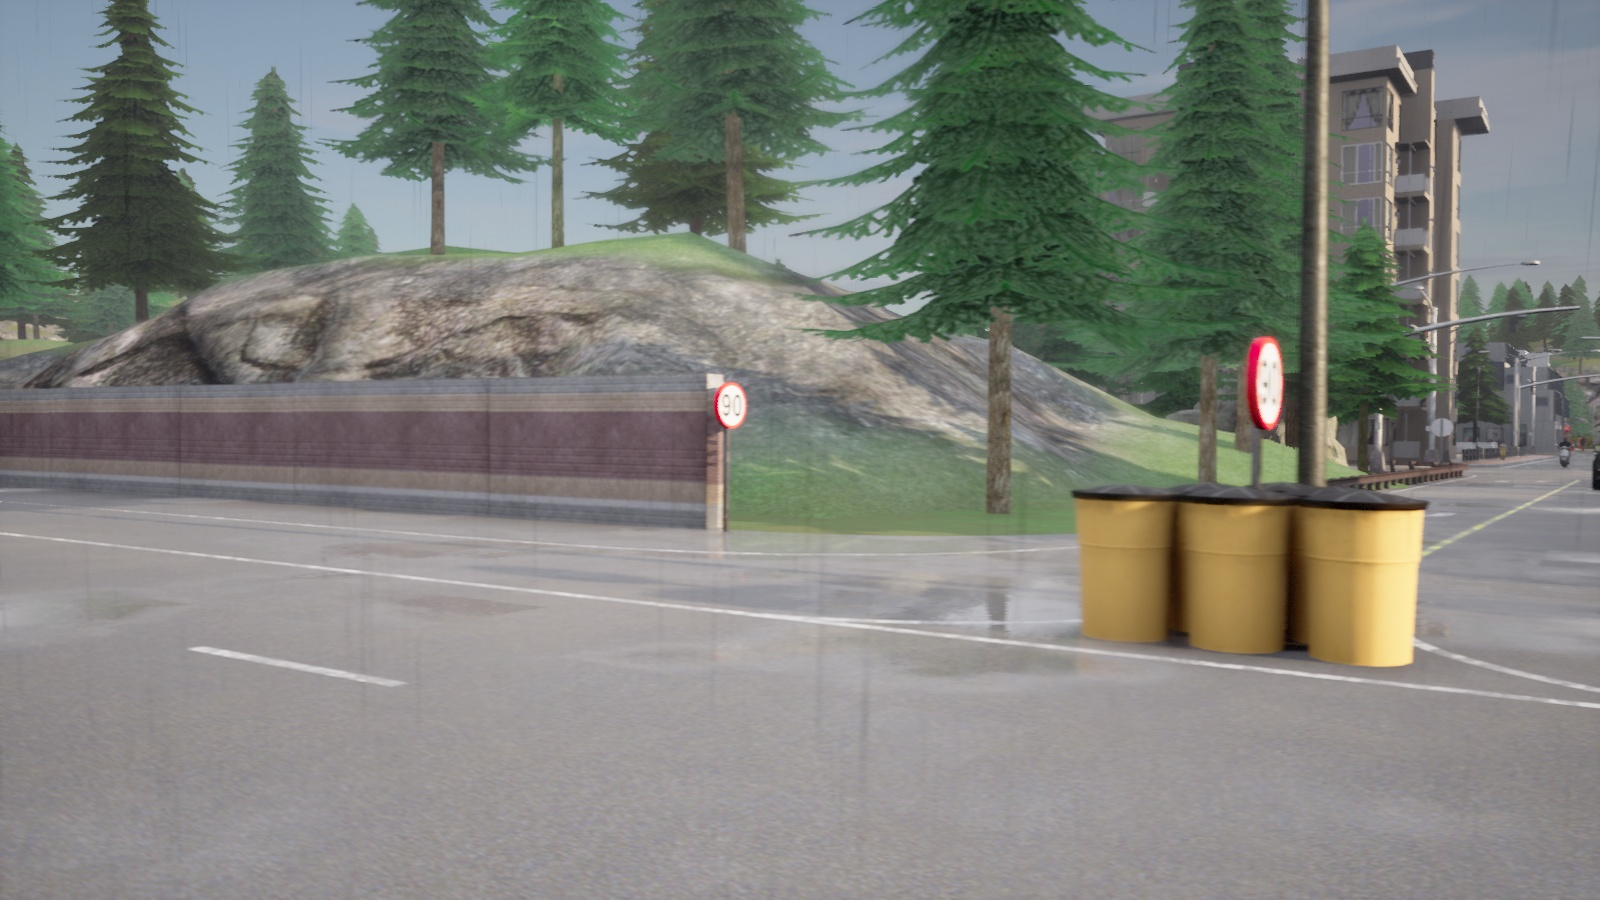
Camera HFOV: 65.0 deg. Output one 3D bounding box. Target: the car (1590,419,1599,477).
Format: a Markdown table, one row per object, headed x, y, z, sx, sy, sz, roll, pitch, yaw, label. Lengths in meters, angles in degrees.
| x | y | z | sx | sy | sz | roll | pitch | yaw | label |
| --- | --- | --- | --- | --- | --- | --- | --- | --- | --- |
| 24.845 | -0.094 | 37.401 | 2.033 | 1.649 | 4.856 | 0 | 1 | 34 | car |

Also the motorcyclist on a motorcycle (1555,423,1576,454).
| x | y | z | sx | sy | sz | roll | pitch | yaw | label |
| --- | --- | --- | --- | --- | --- | --- | --- | --- | --- |
| 40.140 | -0.597 | 65.845 | 0.866 | 1.590 | 1.817 | 0 | 1 | 35 | motorcyclist on a motorcycle |
